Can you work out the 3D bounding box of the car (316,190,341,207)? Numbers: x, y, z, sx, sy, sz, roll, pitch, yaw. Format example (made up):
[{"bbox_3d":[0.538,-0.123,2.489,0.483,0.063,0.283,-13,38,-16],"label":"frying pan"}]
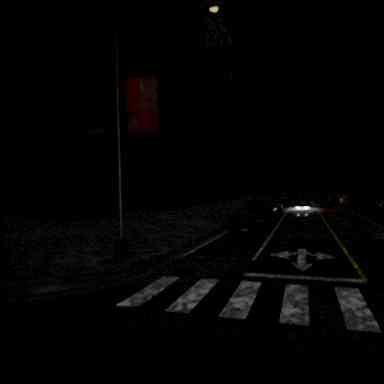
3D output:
[{"bbox_3d":[17.266,0.993,42.301,2.097,1.767,4.553,-1,0,19],"label":"car"}]

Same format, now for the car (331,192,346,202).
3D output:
[{"bbox_3d":[25.162,0.910,57.302,1.967,1.590,4.097,-2,0,18],"label":"car"}]

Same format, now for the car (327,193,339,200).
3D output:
[{"bbox_3d":[28.601,0.945,67.593,1.887,1.381,4.507,-2,0,18],"label":"car"}]

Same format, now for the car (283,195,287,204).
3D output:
[{"bbox_3d":[8.436,1.365,34.120,1.752,1.417,4.829,-2,0,18],"label":"car"}]

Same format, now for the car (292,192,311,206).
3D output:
[{"bbox_3d":[15.570,1.173,46.755,2.128,1.511,4.902,-1,0,18],"label":"car"}]

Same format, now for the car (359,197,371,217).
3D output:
[{"bbox_3d":[14.855,1.276,26.429,1.802,1.307,4.206,-2,0,18],"label":"car"}]

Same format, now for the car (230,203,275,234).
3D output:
[{"bbox_3d":[3.335,1.522,18.841,1.947,1.339,4.313,-2,0,18],"label":"car"}]

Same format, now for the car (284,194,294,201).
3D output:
[{"bbox_3d":[20.522,1.128,70.306,1.887,1.381,4.507,-2,0,18],"label":"car"}]

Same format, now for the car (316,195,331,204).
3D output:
[{"bbox_3d":[20.393,1.138,51.720,1.994,1.385,4.181,-1,0,18],"label":"car"}]

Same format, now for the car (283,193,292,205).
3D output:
[{"bbox_3d":[13.648,1.307,49.721,1.802,1.307,4.206,-2,0,18],"label":"car"}]

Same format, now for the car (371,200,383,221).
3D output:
[{"bbox_3d":[13.133,1.174,21.283,1.967,1.590,4.097,-2,0,18],"label":"car"}]

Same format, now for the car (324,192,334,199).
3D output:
[{"bbox_3d":[32.093,0.856,78.045,1.752,1.417,4.829,-2,0,18],"label":"car"}]

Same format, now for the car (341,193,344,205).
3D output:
[{"bbox_3d":[21.781,1.066,47.172,1.752,1.417,4.829,-2,0,18],"label":"car"}]

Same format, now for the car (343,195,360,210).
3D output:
[{"bbox_3d":[18.291,1.162,36.720,1.887,1.381,4.507,-2,0,18],"label":"car"}]

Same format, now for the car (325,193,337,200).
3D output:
[{"bbox_3d":[30.321,0.917,72.738,2.008,1.369,4.403,-2,0,18],"label":"car"}]

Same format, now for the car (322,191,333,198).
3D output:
[{"bbox_3d":[33.752,0.612,83.030,2.192,1.841,5.009,-2,0,18],"label":"car"}]

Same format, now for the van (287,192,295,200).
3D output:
[{"bbox_3d":[23.955,0.856,80.600,1.690,1.788,3.998,-2,0,18],"label":"van"}]

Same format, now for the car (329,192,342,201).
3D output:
[{"bbox_3d":[26.880,0.875,62.448,1.967,1.590,4.097,-2,0,18],"label":"car"}]

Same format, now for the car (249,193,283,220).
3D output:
[{"bbox_3d":[5.047,1.232,23.988,2.192,1.841,5.009,-2,0,18],"label":"car"}]

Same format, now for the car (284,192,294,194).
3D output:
[{"bbox_3d":[15.360,1.004,54.867,2.192,1.841,5.009,-2,0,18],"label":"car"}]
